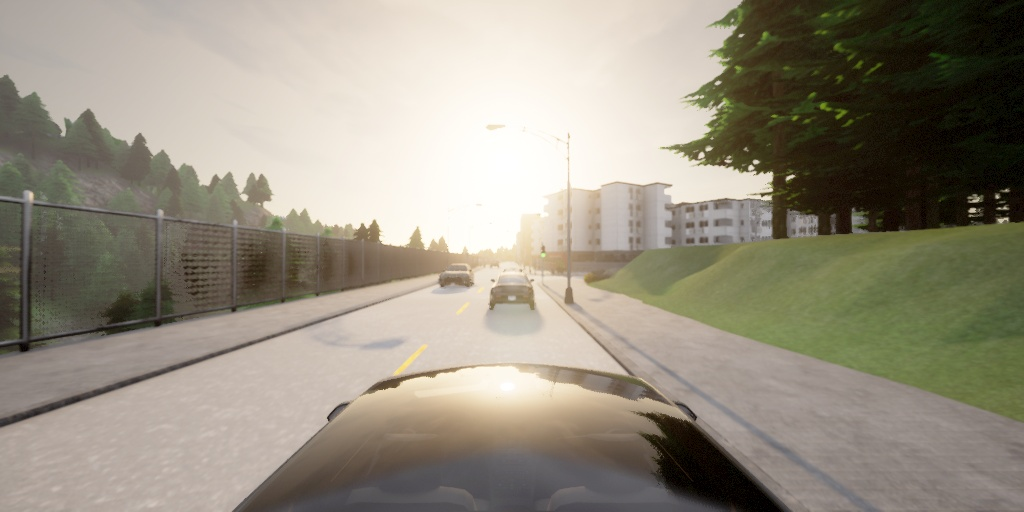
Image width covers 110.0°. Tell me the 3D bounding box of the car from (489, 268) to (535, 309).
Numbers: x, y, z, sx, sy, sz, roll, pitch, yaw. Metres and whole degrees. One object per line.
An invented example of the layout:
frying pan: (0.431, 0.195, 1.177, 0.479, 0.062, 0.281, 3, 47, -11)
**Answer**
car: (0.020, 1.428, 15.726, 1.812, 1.442, 4.674, 0, 0, 0)

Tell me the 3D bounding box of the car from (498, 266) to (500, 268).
car: (0.200, 1.660, 30.044, 1.895, 1.301, 4.718, 0, -1, 6)

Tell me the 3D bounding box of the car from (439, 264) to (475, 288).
car: (-4.022, 1.374, 26.816, 2.097, 1.767, 4.553, 0, -1, 0)
